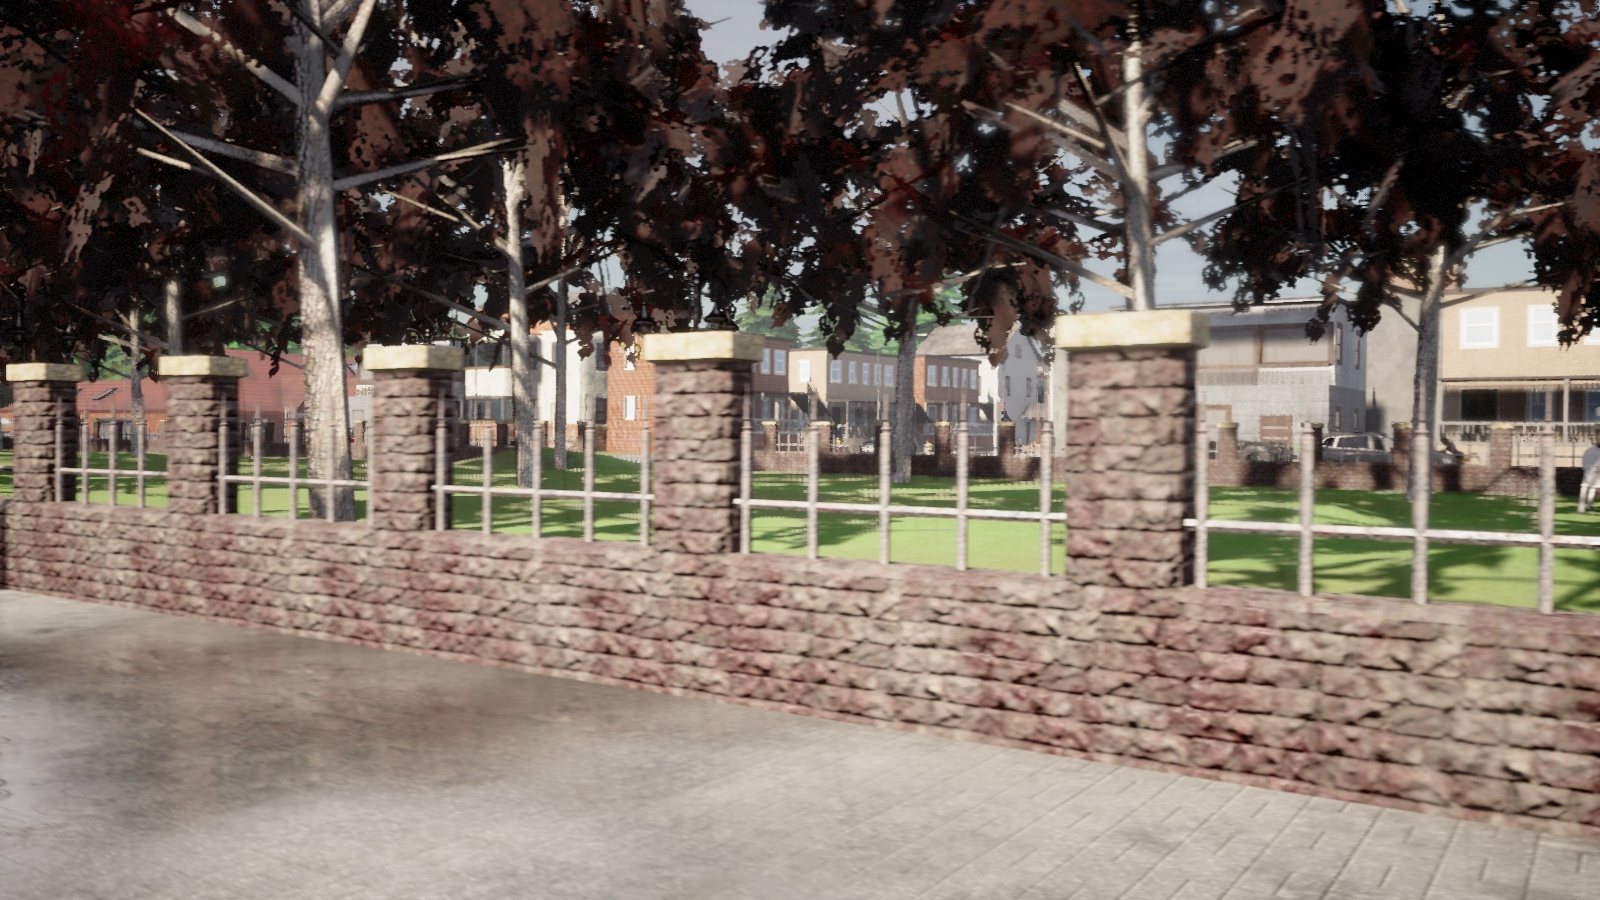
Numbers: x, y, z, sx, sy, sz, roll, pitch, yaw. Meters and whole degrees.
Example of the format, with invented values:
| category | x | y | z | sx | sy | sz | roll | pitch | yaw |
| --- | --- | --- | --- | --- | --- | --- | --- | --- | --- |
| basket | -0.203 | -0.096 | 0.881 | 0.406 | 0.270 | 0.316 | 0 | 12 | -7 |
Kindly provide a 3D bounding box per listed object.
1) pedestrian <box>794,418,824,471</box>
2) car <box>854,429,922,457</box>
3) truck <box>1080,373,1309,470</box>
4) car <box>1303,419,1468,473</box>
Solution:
| category | x | y | z | sx | sy | sz | roll | pitch | yaw |
| --- | --- | --- | --- | --- | --- | --- | --- | --- | --- |
| pedestrian | 0.338 | -0.205 | 47.127 | 0.873 | 1.952 | 0.659 | 0 | 1 | 34 |
| car | 5.496 | -0.450 | 77.808 | 2.033 | 1.649 | 4.856 | 0 | 1 | 34 |
| truck | 15.146 | -1.050 | 48.495 | 7.936 | 3.462 | 2.891 | 0 | 1 | 34 |
| car | 19.115 | -0.161 | 41.059 | 4.611 | 1.667 | 2.242 | 0 | 1 | 34 |
